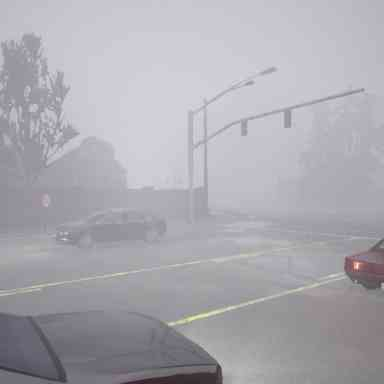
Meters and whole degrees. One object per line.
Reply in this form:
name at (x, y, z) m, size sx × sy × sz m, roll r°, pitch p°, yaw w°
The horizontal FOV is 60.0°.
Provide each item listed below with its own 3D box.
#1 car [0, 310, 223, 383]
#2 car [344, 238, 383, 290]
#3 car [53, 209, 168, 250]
car at (-2.258, 1.547, 2.127) m, size 5.357 × 1.411 × 2.033 m, roll 0°, pitch 0°, yaw -36°
car at (5.708, 1.597, 7.801) m, size 4.718 × 1.301 × 1.895 m, roll 0°, pitch 0°, yaw -35°
car at (-3.406, 1.505, 14.428) m, size 4.892 × 1.490 × 1.837 m, roll 1°, pitch -1°, yaw -35°
